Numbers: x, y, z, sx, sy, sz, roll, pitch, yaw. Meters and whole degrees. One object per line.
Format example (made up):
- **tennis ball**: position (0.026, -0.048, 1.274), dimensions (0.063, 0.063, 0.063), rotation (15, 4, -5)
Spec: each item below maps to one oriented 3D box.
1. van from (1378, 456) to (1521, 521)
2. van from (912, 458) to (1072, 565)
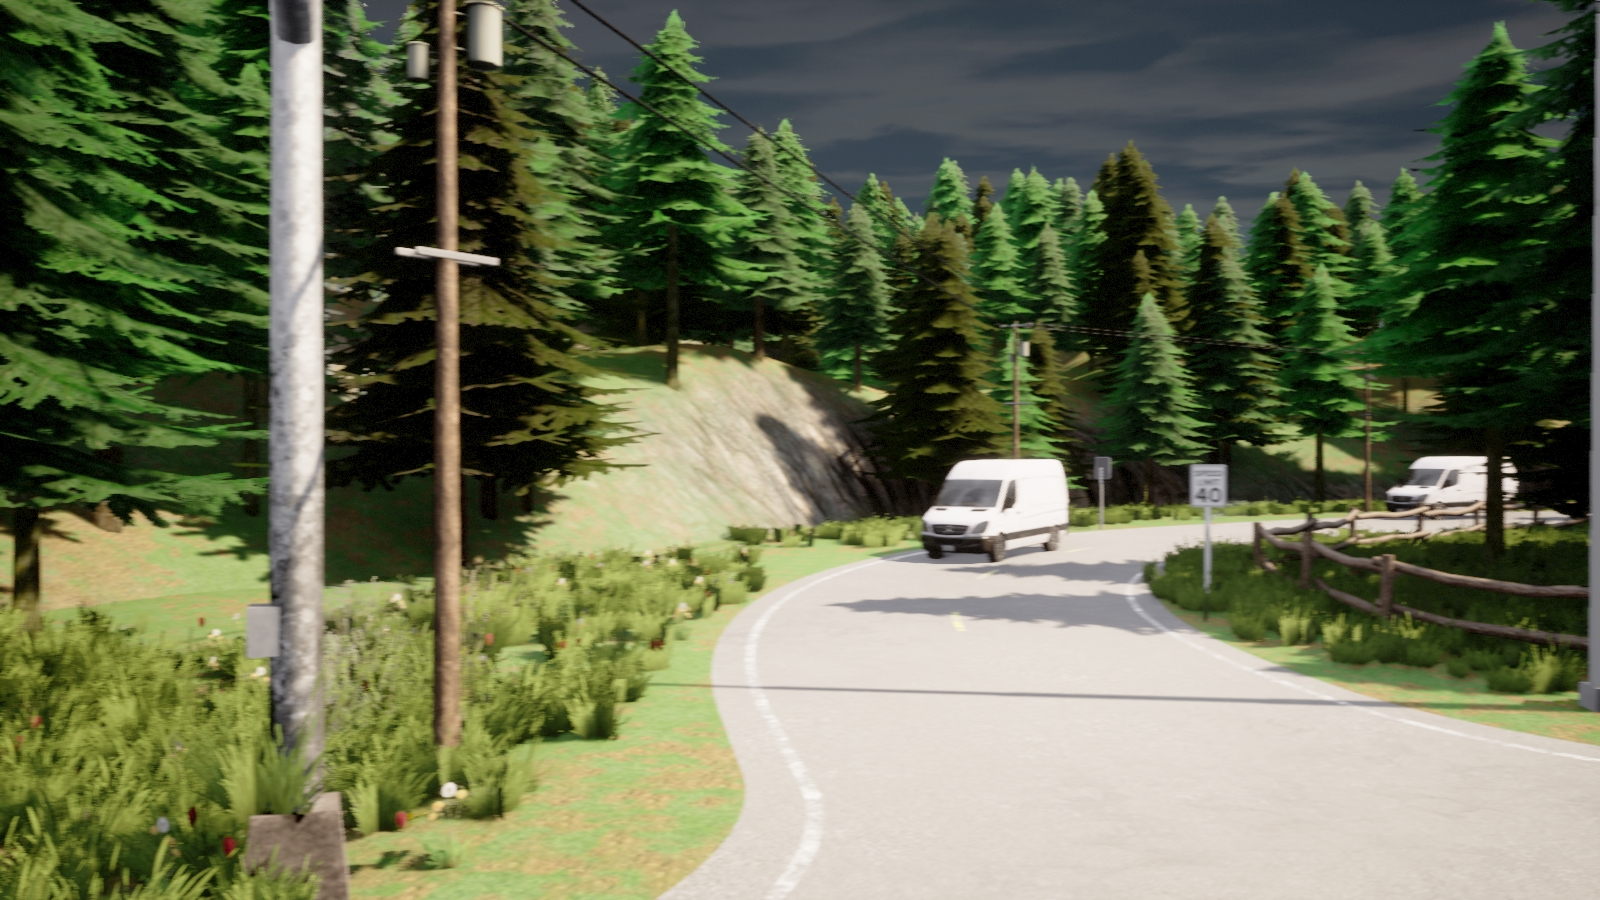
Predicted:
- **van**: position (26.825, 1.523, 47.150), dimensions (5.915, 2.561, 1.988), rotation (0, 0, -24)
- **van**: position (5.289, 1.522, 30.688), dimensions (1.988, 2.561, 5.915), rotation (0, 0, 34)
